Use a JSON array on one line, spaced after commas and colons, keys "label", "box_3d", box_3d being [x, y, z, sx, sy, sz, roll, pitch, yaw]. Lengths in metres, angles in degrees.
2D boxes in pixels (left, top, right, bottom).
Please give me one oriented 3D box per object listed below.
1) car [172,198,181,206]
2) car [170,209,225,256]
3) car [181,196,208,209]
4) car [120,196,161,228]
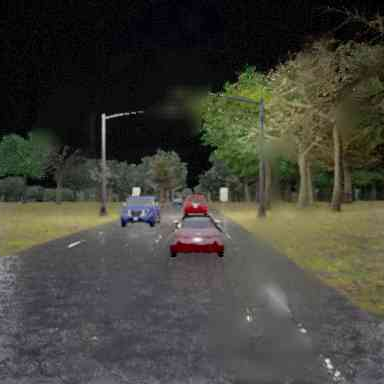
[{"label": "car", "box_3d": [-2.983, 2.061, 68.288, 1.882, 1.535, 5.008, 0, -1, 0]}, {"label": "car", "box_3d": [0.196, 1.597, 13.307, 1.994, 1.385, 4.181, 0, 0, 0]}, {"label": "car", "box_3d": [0.336, 1.369, 31.734, 2.150, 2.045, 5.566, 0, 0, 0]}, {"label": "car", "box_3d": [-3.429, 1.303, 23.163, 2.150, 2.045, 5.566, 0, -1, 0]}]
